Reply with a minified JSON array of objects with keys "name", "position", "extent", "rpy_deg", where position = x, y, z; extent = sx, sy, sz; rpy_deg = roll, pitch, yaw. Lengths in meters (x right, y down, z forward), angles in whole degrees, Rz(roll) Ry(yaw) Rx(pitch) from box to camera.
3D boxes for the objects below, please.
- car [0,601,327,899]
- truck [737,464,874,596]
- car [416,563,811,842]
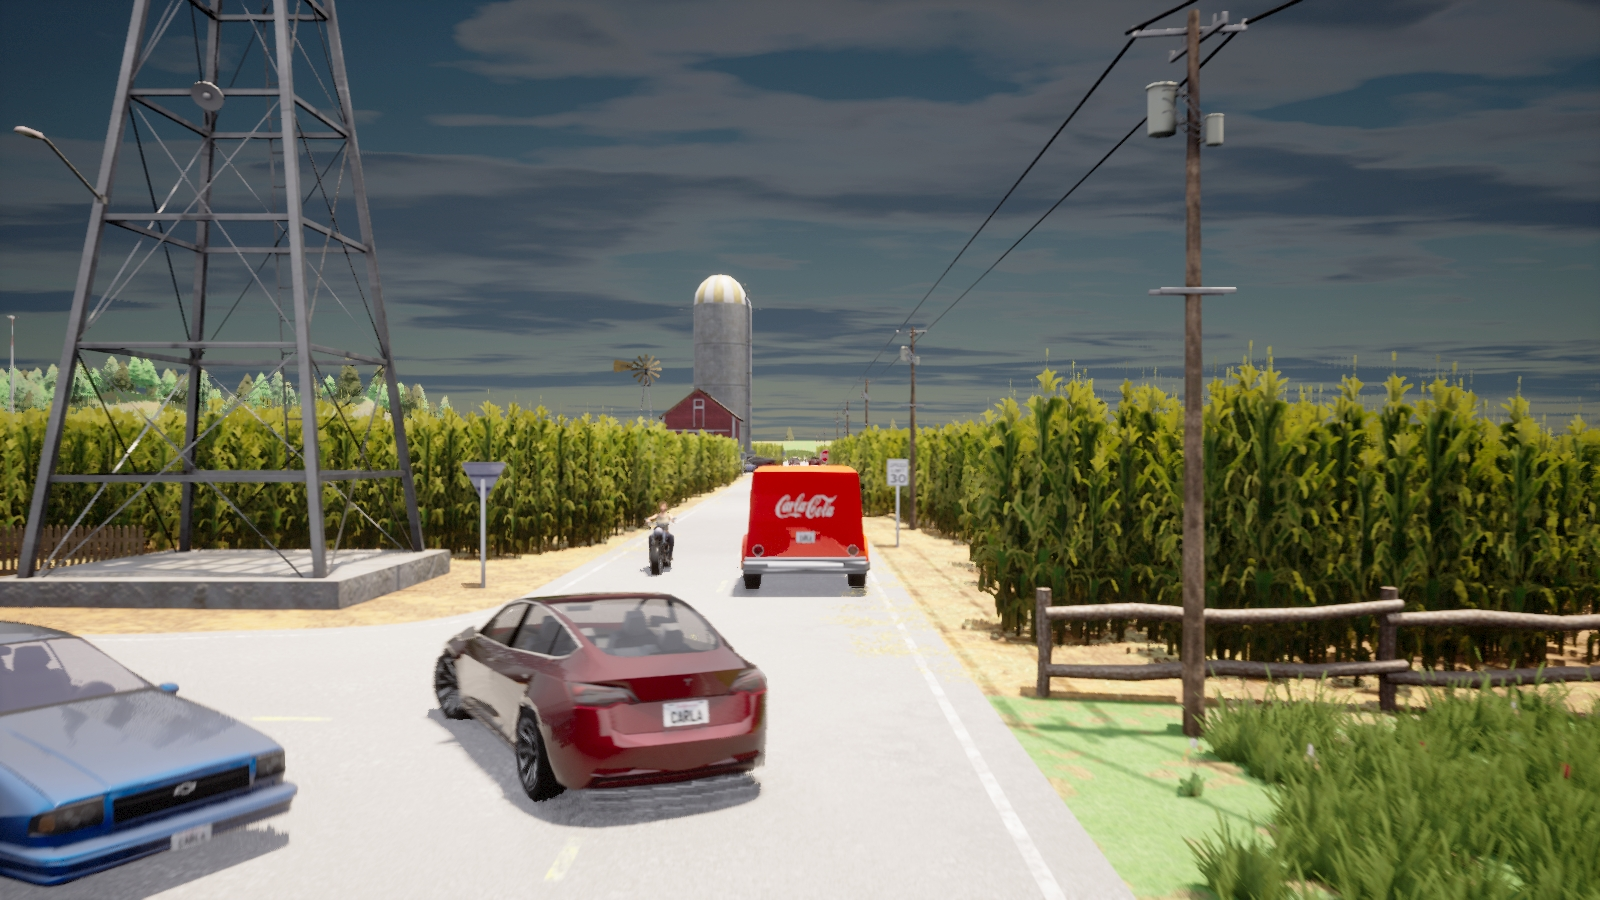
[{"name":"car","position":[-6.263,2.051,8.531],"extent":[5.357,1.411,2.033],"rpy_deg":[1,0,27]},{"name":"truck","position":[0.086,1.574,24.568],"extent":[2.627,2.467,5.204],"rpy_deg":[0,0,-1]},{"name":"car","position":[-2.026,2.049,10.736],"extent":[2.163,1.488,4.792],"rpy_deg":[1,0,-29]}]
